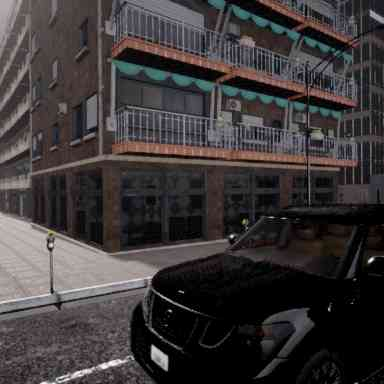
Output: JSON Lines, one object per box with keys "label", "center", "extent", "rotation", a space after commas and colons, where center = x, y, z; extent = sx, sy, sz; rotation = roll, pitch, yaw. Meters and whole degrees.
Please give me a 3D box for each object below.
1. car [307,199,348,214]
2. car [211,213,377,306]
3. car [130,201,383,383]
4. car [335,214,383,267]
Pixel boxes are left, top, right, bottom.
{"label": "car", "center": [16.482, 1.745, 40.570], "extent": [1.967, 1.590, 4.097], "rotation": [-2, 0, -36]}
{"label": "car", "center": [2.697, 1.439, 8.485], "extent": [4.097, 1.590, 1.967], "rotation": [0, -1, -35]}
{"label": "car", "center": [1.945, 1.221, 4.753], "extent": [5.566, 2.045, 2.150], "rotation": [0, 0, -35]}
{"label": "car", "center": [7.198, 1.543, 11.687], "extent": [4.507, 1.381, 1.887], "rotation": [0, -1, -35]}
